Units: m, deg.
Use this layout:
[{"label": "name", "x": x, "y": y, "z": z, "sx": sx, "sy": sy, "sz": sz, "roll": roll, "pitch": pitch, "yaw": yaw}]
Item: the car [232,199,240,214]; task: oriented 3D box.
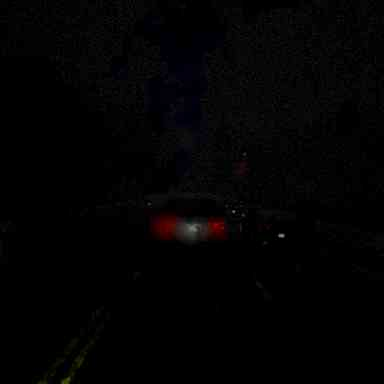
[{"label": "car", "x": 3.291, "y": 1.306, "z": 28.447, "sx": 2.128, "sy": 1.511, "sz": 4.902, "roll": 0, "pitch": 1, "yaw": 0}]

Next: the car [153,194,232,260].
[{"label": "car", "x": 0.033, "y": 1.174, "z": 12.380, "sx": 2.150, "sy": 2.045, "sz": 5.566, "roll": 0, "pitch": 1, "yaw": 0}]

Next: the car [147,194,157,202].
[{"label": "car", "x": -6.561, "y": 1.064, "z": 58.631, "sx": 1.812, "sy": 1.442, "sz": 4.674, "roll": 0, "pitch": 1, "yaw": 0}]

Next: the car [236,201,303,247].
[{"label": "car", "x": 3.303, "y": 1.410, "z": 14.655, "sx": 1.882, "sy": 1.535, "sz": 5.008, "roll": 0, "pitch": 1, "yaw": 0}]

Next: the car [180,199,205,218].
[{"label": "car", "x": 0.043, "y": 1.378, "z": 28.561, "sx": 1.994, "sy": 1.385, "sz": 4.181, "roll": 0, "pitch": 1, "yaw": 0}]

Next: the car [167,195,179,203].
[{"label": "car", "x": -3.307, "y": 1.140, "z": 58.632, "sx": 1.895, "sy": 1.301, "sz": 4.718, "roll": 0, "pitch": 1, "yaw": 1}]
